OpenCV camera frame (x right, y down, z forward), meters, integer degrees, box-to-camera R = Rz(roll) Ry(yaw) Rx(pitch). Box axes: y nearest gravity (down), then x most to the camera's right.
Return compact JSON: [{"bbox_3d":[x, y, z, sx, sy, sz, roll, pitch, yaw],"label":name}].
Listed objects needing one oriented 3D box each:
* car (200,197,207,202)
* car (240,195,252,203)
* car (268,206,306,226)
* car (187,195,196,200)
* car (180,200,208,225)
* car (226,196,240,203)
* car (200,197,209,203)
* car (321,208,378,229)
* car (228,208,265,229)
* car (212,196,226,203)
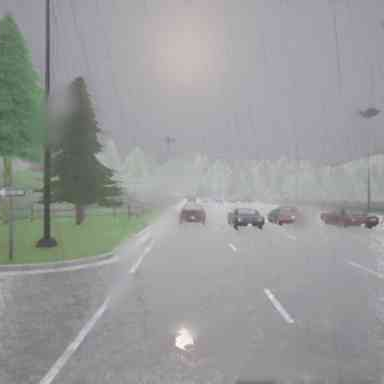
[{"bbox_3d":[3.366,2.140,95.521,1.895,1.301,4.718,0,0,0],"label":"car"},{"bbox_3d":[13.880,1.841,85.117,2.150,2.045,5.566,0,0,0],"label":"car"},{"bbox_3d":[7.065,1.752,25.133,1.994,1.385,4.181,0,0,0],"label":"car"},{"bbox_3d":[-0.120,1.841,85.098,2.150,2.045,5.566,0,0,0],"label":"car"},{"bbox_3d":[0.065,1.672,25.914,1.882,1.535,5.008,0,0,0],"label":"car"},{"bbox_3d":[10.380,2.182,85.497,1.994,1.385,4.181,0,0,0],"label":"car"},{"bbox_3d":[3.380,2.225,85.517,1.895,1.301,4.718,0,0,0],"label":"car"},{"bbox_3d":[10.568,1.771,22.781,1.895,1.301,4.718,0,0,0],"label":"car"},{"bbox_3d":[3.567,1.771,22.771,1.895,1.301,4.718,0,0,0],"label":"car"},{"bbox_3d":[6.880,2.166,85.075,2.033,1.411,5.357,0,0,0],"label":"car"}]
